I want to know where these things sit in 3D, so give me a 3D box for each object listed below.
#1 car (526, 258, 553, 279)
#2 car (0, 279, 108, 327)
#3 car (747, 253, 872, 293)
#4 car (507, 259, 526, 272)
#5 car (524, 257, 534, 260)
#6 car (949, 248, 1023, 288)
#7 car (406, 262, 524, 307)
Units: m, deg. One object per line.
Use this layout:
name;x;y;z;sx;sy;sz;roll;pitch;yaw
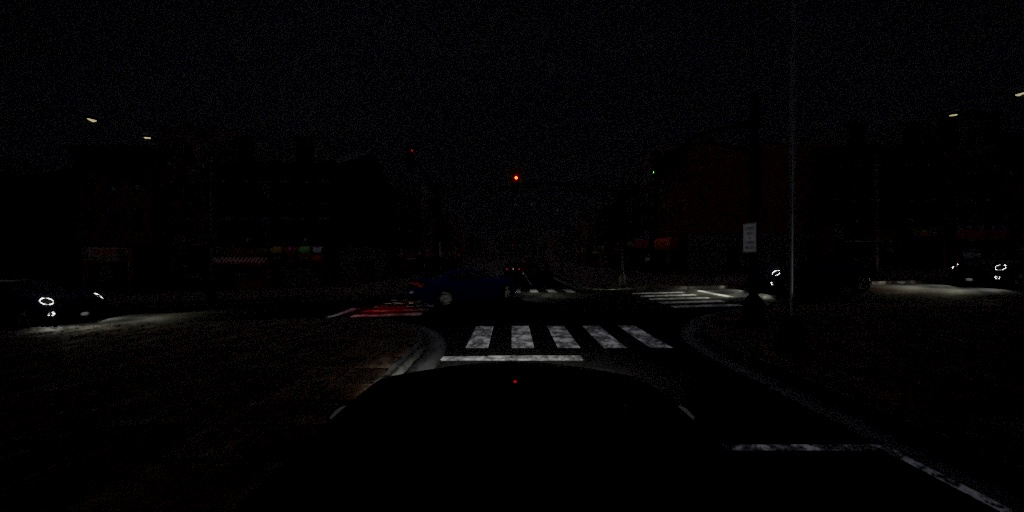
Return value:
car;2.631;1.235;33.160;1.967;1.591;4.097;0;0;0
car;-18.130;1.641;13.315;4.553;1.767;2.097;-2;0;0
car;13.358;0.690;16.351;4.553;1.767;2.097;-1;0;1
car;0.102;1.357;38.615;2.033;1.411;5.357;0;0;0
car;2.631;1.124;38.562;2.192;1.841;5.009;0;0;0
car;23.076;0.438;16.348;4.553;1.767;2.097;-1;0;0
car;-2.117;1.261;15.919;5.008;1.535;1.882;-1;2;-38
